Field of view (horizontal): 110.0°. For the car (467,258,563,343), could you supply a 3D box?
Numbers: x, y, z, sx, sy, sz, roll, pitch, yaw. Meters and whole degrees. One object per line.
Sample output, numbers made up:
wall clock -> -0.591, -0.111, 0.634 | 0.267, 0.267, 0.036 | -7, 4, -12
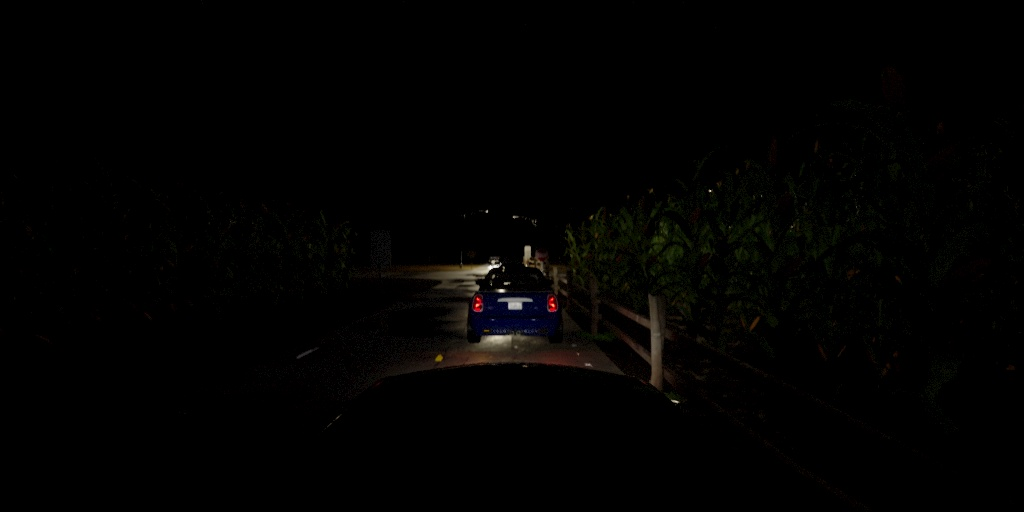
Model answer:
car -> 0.068, 1.045, 9.631 | 2.097, 1.767, 4.553 | 0, 0, 0

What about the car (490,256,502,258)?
car -> -2.986, 0.791, 59.909 | 2.128, 1.511, 4.902 | 0, 0, 0
